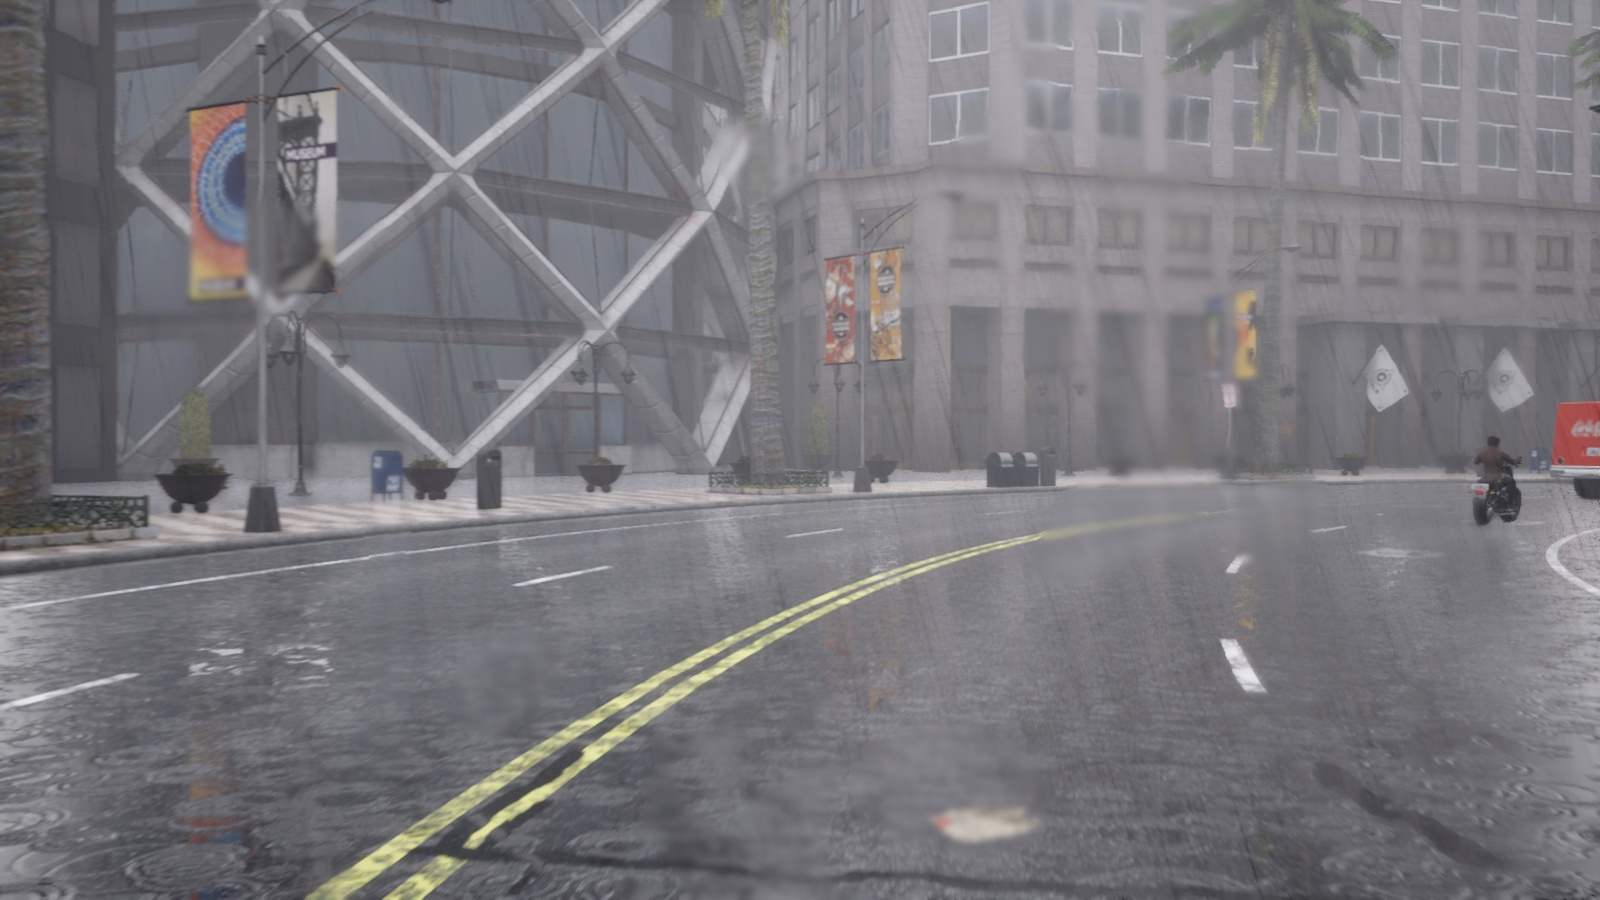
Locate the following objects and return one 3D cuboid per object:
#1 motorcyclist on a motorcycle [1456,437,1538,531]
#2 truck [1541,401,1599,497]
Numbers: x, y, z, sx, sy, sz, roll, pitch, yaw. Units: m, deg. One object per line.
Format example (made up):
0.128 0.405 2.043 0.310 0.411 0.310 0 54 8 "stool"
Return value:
12.846 0.588 23.106 0.766 1.649 2.350 1 1 43 "motorcyclist on a motorcycle"
22.918 0.074 33.545 5.204 2.467 2.627 3 0 -21 "truck"
